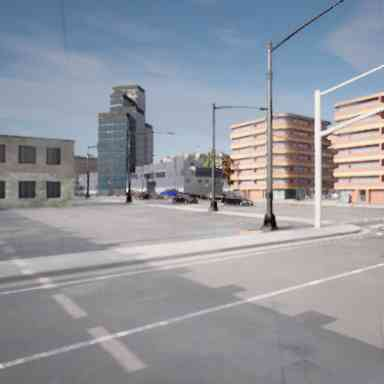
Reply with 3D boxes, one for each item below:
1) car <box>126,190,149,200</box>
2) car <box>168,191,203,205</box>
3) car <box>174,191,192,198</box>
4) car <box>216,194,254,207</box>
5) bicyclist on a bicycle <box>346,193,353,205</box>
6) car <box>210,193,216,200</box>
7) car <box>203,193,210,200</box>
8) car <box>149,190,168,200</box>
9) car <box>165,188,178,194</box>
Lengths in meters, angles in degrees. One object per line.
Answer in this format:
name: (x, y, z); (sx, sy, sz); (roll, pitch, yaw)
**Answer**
car: (-10.262, 0.387, 60.722); (2.097, 1.767, 4.553); (0, 1, -34)
car: (-0.968, 1.026, 46.943); (1.837, 1.490, 4.892); (0, 1, -34)
car: (-1.974, 0.573, 73.413); (1.994, 1.385, 4.181); (0, 1, -34)
car: (5.869, 1.130, 43.129); (2.128, 1.511, 4.902); (0, 1, -34)
bicyclist on a bicycle: (22.641, 0.996, 47.799); (1.656, 1.620, 0.582); (-1, 1, -34)
car: (3.655, 0.872, 65.169); (1.895, 1.301, 4.718); (0, 1, -34)
car: (0.810, 0.784, 63.225); (1.837, 1.490, 4.892); (0, 1, -34)
car: (-7.173, 0.772, 62.401); (2.033, 1.411, 5.357); (0, 1, -34)
car: (-4.881, 0.253, 71.462); (2.150, 2.045, 5.566); (0, 1, -34)
